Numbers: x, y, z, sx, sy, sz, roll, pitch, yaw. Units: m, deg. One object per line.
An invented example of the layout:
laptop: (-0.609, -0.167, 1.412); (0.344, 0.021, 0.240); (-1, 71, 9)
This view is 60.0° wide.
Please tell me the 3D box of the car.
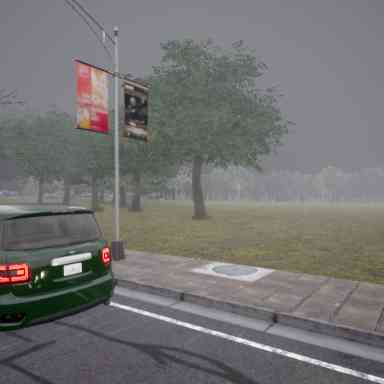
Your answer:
car: (-3.918, 1.235, 6.436); (5.566, 2.045, 2.150); (0, 0, 36)
